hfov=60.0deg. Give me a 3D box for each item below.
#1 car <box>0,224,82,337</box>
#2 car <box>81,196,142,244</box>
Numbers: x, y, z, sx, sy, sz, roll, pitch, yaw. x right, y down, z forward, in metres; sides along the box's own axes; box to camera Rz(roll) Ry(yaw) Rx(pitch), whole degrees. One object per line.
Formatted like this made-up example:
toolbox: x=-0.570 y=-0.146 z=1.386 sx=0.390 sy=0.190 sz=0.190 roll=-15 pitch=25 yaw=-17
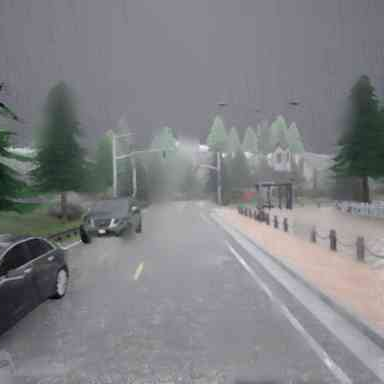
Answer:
car: x=-3.679 y=1.574 z=5.765 sx=1.837 sy=1.490 sz=4.892 roll=-1 pitch=0 yaw=-1
car: x=-3.849 y=1.280 z=16.790 sx=2.150 sy=2.045 sz=5.566 roll=-1 pitch=0 yaw=-1
